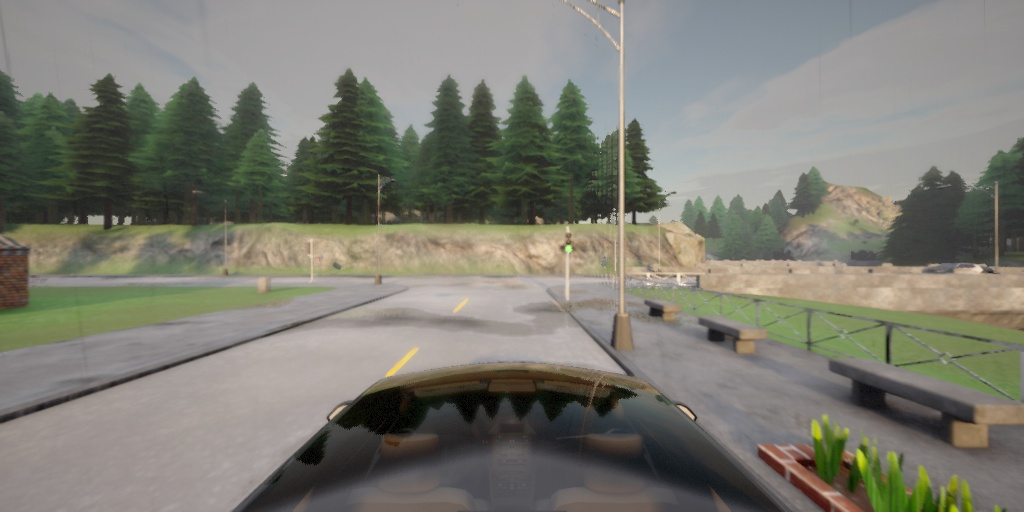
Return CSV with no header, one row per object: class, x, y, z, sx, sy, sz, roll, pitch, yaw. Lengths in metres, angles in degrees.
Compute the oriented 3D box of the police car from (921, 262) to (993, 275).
police car,40.344,1.310,32.737,4.974,1.542,2.038,0,0,0
